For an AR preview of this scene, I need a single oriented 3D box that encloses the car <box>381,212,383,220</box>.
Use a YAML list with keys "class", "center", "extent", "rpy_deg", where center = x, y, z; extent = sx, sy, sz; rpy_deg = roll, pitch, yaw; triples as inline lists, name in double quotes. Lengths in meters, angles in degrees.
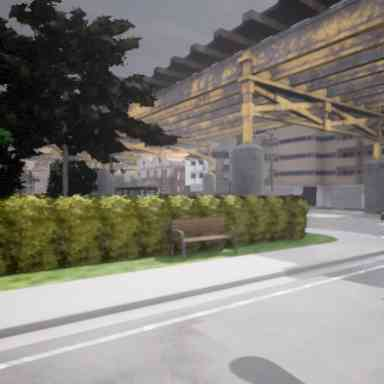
- class: "car"
  center: [16.152, 1.662, 24.198]
  extent: [1.994, 1.385, 4.181]
  rpy_deg: [0, 0, -33]
